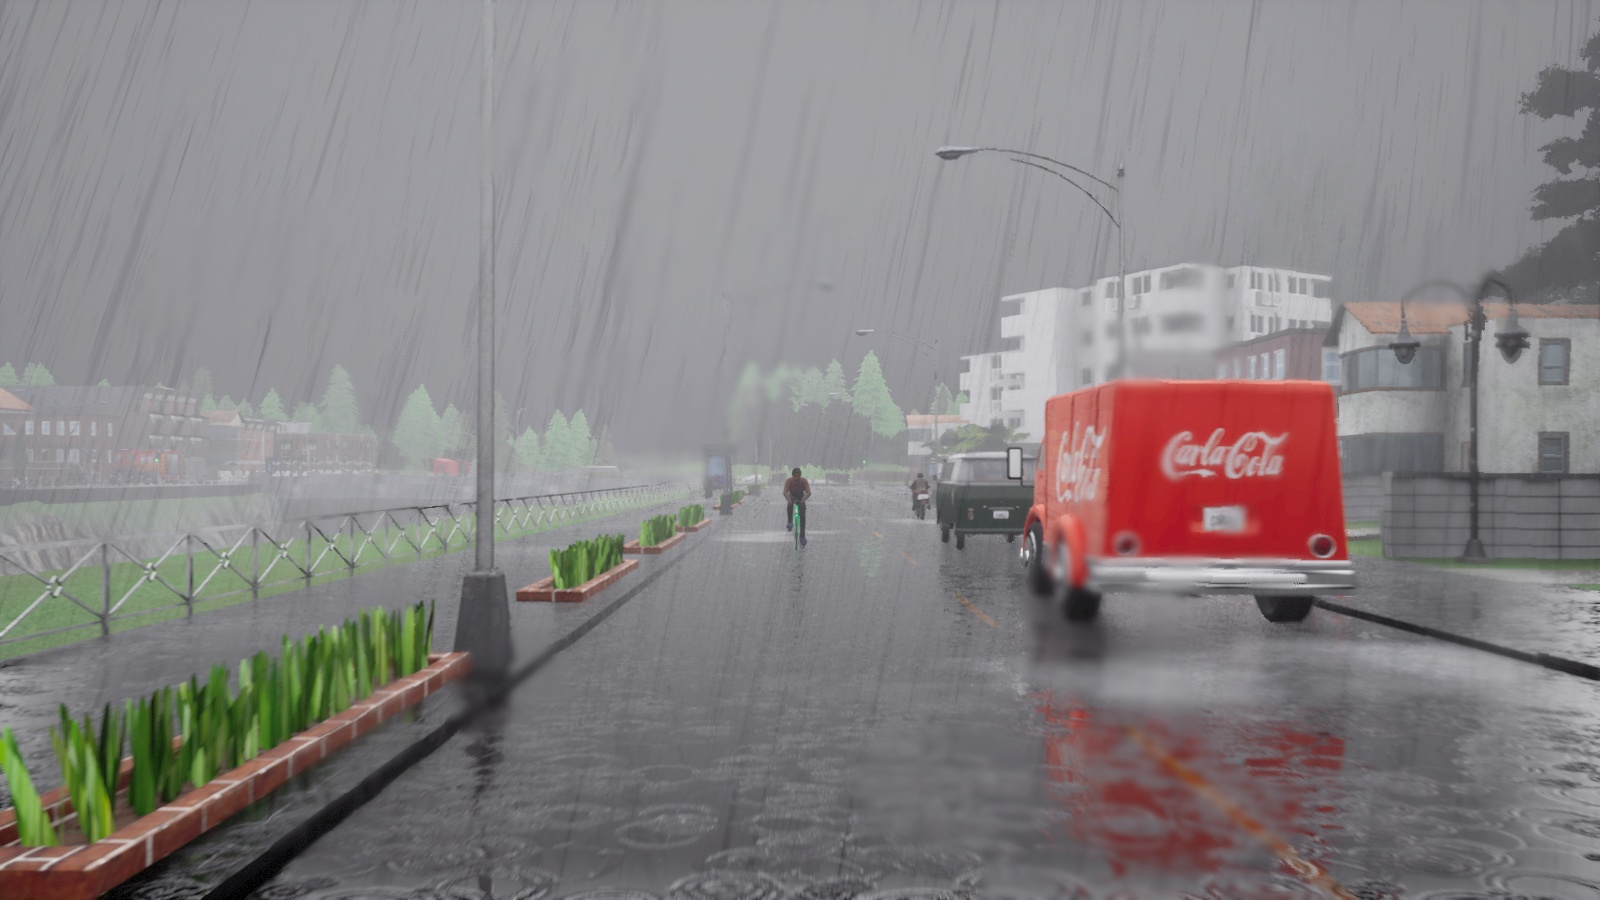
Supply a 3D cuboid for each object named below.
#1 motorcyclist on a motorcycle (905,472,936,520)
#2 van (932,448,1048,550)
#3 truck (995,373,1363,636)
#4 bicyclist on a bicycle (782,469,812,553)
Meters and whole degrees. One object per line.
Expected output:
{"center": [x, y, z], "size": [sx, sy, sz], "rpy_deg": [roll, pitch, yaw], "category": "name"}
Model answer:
{"center": [3.905, 1.464, 40.772], "size": [0.797, 1.523, 2.044], "rpy_deg": [0, -1, 0], "category": "motorcyclist on a motorcycle"}
{"center": [3.937, 1.000, 26.755], "size": [1.775, 1.987, 4.442], "rpy_deg": [0, -1, 0], "category": "van"}
{"center": [3.965, 0.553, 14.409], "size": [2.627, 2.467, 5.204], "rpy_deg": [0, -1, 0], "category": "truck"}
{"center": [-0.059, 1.186, 25.007], "size": [0.582, 1.620, 1.656], "rpy_deg": [0, -1, 0], "category": "bicyclist on a bicycle"}
